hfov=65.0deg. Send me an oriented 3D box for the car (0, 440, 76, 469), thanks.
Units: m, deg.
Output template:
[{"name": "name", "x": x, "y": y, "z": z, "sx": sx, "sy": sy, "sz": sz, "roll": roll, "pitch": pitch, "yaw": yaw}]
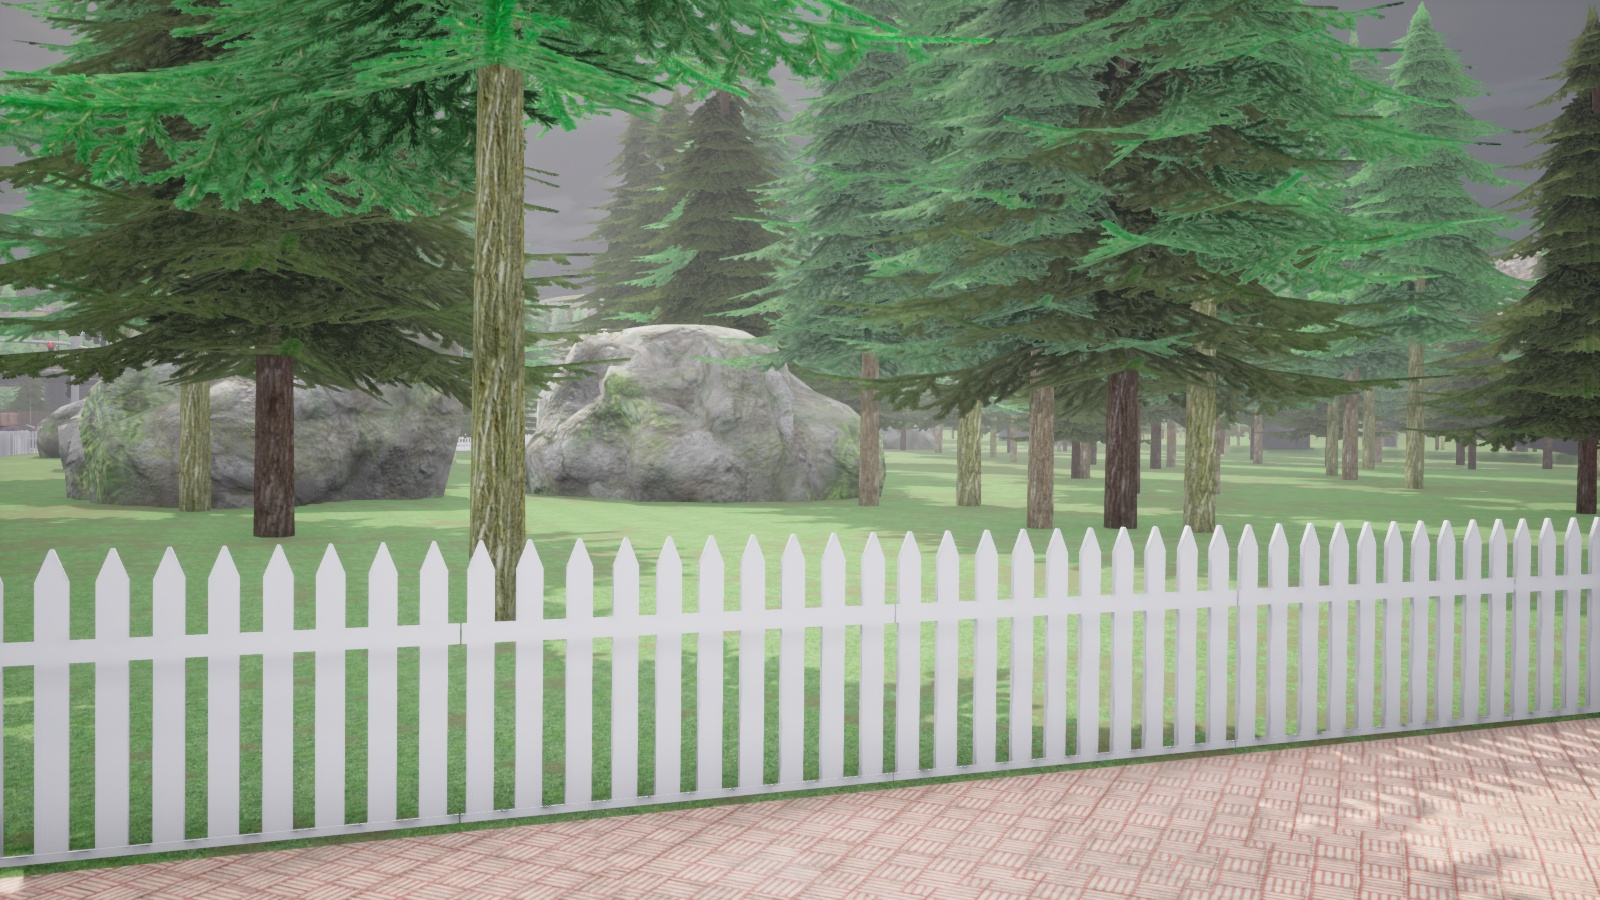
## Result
[{"name": "car", "x": -39.567, "y": 0.216, "z": 64.230, "sx": 4.181, "sy": 1.385, "sz": 1.994, "roll": -1, "pitch": 1, "yaw": -23}]
